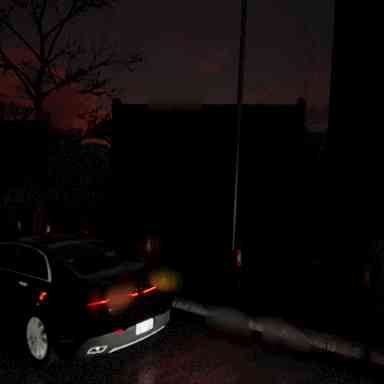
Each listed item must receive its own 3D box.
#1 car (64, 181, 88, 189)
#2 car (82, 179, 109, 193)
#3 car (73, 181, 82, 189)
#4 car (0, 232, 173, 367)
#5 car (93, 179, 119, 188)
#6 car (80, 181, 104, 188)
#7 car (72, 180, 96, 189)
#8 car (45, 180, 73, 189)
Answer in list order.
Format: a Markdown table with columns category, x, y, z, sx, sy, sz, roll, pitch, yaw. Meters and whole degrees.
| category | x | y | z | sx | sy | sz | roll | pitch | yaw |
| --- | --- | --- | --- | --- | --- | --- | --- | --- | --- |
| car | -24.806 | -1.524 | 70.962 | 4.674 | 1.452 | 2.002 | 3 | 3 | 20 |
| car | -16.143 | -0.918 | 58.530 | 2.150 | 2.045 | 5.566 | 3 | 3 | 21 |
| car | -25.774 | -1.493 | 68.382 | 5.008 | 1.535 | 2.097 | 3 | 3 | 20 |
| car | -2.533 | 1.470 | 5.804 | 4.892 | 1.490 | 1.837 | 1 | 0 | 38 |
| car | -20.968 | -2.116 | 81.294 | 5.566 | 2.045 | 2.435 | 3 | 3 | 20 |
| car | -22.885 | -1.707 | 76.134 | 4.892 | 1.521 | 2.231 | 3 | 3 | 20 |
| car | -23.809 | -1.758 | 73.528 | 4.553 | 1.767 | 2.185 | 3 | 3 | 20 |
| car | -26.699 | -1.550 | 65.776 | 4.553 | 1.767 | 2.185 | 3 | 3 | 20 |
